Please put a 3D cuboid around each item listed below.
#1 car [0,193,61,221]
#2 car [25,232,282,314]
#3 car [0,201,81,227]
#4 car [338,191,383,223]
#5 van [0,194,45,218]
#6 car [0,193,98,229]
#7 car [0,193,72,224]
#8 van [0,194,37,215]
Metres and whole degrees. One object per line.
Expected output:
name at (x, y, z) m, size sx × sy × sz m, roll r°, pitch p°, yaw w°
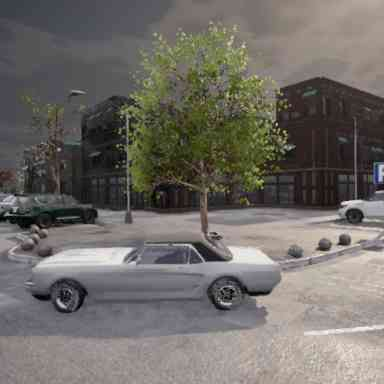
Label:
car at (-14.162, 1.139, 27.830) m, size 2.435 × 2.045 × 5.566 m, roll 0°, pitch 0°, yaw 31°
car at (-0.734, 1.528, 6.860) m, size 4.718 × 1.301 × 1.895 m, roll -1°, pitch 1°, yaw -1°
car at (-10.427, 1.415, 23.230) m, size 2.163 × 1.488 × 4.792 m, roll 0°, pitch 0°, yaw 31°
car at (12.018, 0.897, 20.451) m, size 5.566 × 2.045 × 2.435 m, roll -1°, pitch 0°, yaw 32°
van at (-15.959, 1.166, 30.258) m, size 1.878 × 1.987 × 4.442 m, roll 0°, pitch 0°, yaw 31°
car at (-8.562, 1.132, 20.986) m, size 2.435 × 2.045 × 5.566 m, roll 0°, pitch 0°, yaw 31°
car at (-12.301, 1.136, 25.530) m, size 2.435 × 2.045 × 5.566 m, roll 0°, pitch 0°, yaw 31°
van at (-17.821, 1.168, 32.558) m, size 1.878 × 1.987 × 4.442 m, roll 0°, pitch 0°, yaw 31°
